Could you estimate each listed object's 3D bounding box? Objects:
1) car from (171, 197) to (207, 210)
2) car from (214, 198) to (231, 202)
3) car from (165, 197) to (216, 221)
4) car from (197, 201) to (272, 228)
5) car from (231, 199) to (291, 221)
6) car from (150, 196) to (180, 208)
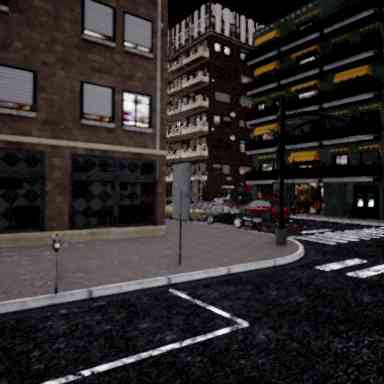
[{"bbox_3d":[-0.420,1.402,40.031,2.008,1.369,4.403,2,0,-36],"label":"car"},{"bbox_3d":[1.478,1.476,27.578,2.033,1.411,5.357,1,0,-36],"label":"car"},{"bbox_3d":[-0.551,1.422,25.985,1.752,1.417,4.829,2,0,-36],"label":"car"},{"bbox_3d":[2.627,1.522,21.623,2.008,1.369,4.403,2,0,-36],"label":"car"},{"bbox_3d":[5.641,1.357,26.833,2.097,1.767,4.553,1,0,-34],"label":"car"},{"bbox_3d":[-3.698,1.325,44.530,2.008,1.369,4.403,2,0,-36],"label":"car"}]
